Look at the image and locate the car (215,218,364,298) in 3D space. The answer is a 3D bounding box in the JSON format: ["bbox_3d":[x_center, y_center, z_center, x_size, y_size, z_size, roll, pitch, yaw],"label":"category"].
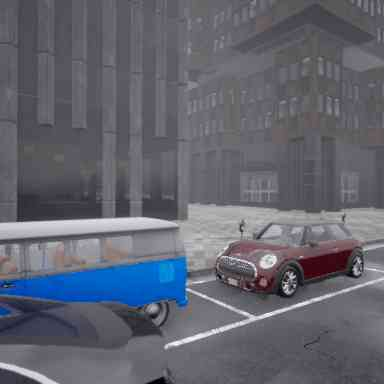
[{"bbox_3d":[2.523,1.441,8.439,4.097,1.590,1.967,0,0,-35],"label":"car"}]

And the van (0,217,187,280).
[{"bbox_3d":[-1.978,1.341,5.235,3.998,1.788,1.690,0,0,-35],"label":"van"}]

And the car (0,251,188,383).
[{"bbox_3d":[-2.364,1.491,1.694,4.902,1.511,2.128,0,0,-35],"label":"car"}]
